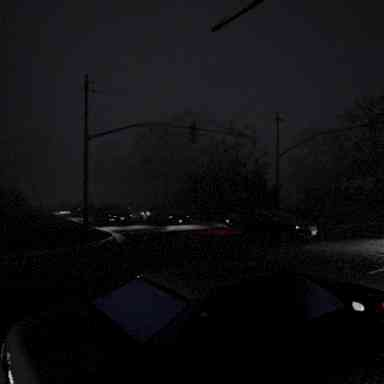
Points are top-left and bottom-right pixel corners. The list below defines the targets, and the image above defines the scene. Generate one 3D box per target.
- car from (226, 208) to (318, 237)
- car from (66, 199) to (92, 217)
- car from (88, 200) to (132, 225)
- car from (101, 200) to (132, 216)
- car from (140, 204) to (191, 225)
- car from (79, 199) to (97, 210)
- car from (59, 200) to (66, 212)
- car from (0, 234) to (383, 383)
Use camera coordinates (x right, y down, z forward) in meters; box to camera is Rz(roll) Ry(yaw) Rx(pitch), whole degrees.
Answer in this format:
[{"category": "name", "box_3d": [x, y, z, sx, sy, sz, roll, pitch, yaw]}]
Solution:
[{"category": "car", "box_3d": [3.915, 1.576, 16.854, 2.128, 1.511, 4.902, 1, 0, -41]}, {"category": "car", "box_3d": [-10.657, 1.565, 32.612, 1.882, 1.535, 5.008, 0, -1, -29]}, {"category": "car", "box_3d": [-5.945, 1.563, 24.589, 1.837, 1.490, 4.892, 0, 0, -31]}, {"category": "car", "box_3d": [-7.984, 1.593, 34.955, 1.882, 1.535, 5.008, 0, -1, -29]}, {"category": "car", "box_3d": [-2.184, 1.628, 25.151, 2.033, 1.411, 5.357, 0, 0, -32]}, {"category": "car", "box_3d": [-15.276, 1.767, 48.745, 1.812, 1.442, 4.674, 0, -1, -26]}, {"category": "car", "box_3d": [-15.395, 1.718, 41.336, 1.994, 1.385, 4.181, 0, -1, -27]}, {"category": "car", "box_3d": [0.605, 1.565, 4.129, 5.357, 1.411, 2.033, 1, 0, -35]}]
